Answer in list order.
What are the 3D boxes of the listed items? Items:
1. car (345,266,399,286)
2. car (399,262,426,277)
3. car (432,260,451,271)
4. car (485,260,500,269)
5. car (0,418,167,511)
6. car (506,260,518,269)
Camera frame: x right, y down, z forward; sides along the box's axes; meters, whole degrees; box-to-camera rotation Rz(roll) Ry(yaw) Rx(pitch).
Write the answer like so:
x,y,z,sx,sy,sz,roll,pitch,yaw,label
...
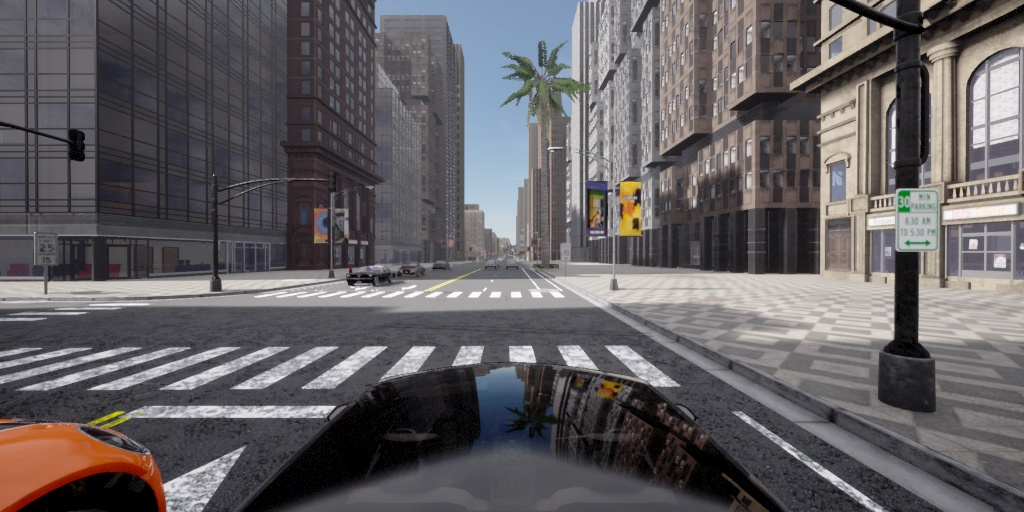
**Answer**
x,y,z,sx,sy,sz,roll,pitch,yaw,label
-9.840,1.356,25.262,1.895,1.301,4.718,0,0,0,car
-9.843,1.324,35.298,1.994,1.385,4.181,0,0,-1,car
-9.811,1.324,50.103,2.033,1.411,5.357,0,0,0,car
-3.226,1.334,55.736,2.033,1.411,5.357,0,0,0,car
-3.150,1.102,0.256,2.097,1.767,4.553,0,0,0,car
0.024,1.334,55.734,2.033,1.411,5.357,0,0,0,car
